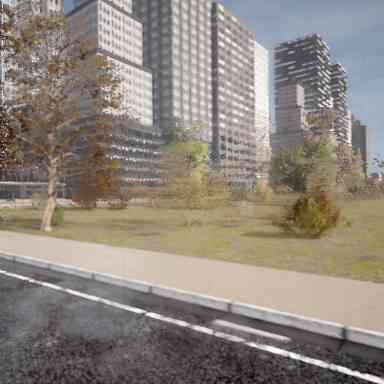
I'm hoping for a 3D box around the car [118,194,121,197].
[{"bbox_3d":[-15.987,1.202,73.617,1.837,1.490,4.892,-1,-1,37],"label":"car"}]
